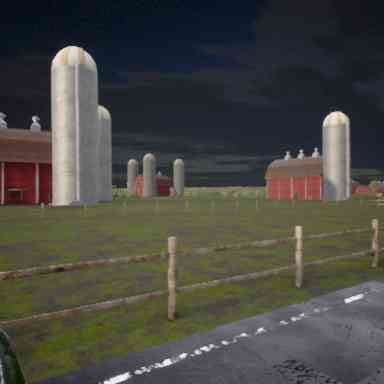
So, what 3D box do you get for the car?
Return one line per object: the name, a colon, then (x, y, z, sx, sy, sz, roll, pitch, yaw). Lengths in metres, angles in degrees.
car: (-2.865, 1.344, 1.005, 4.553, 1.767, 2.097, 0, 0, -35)
